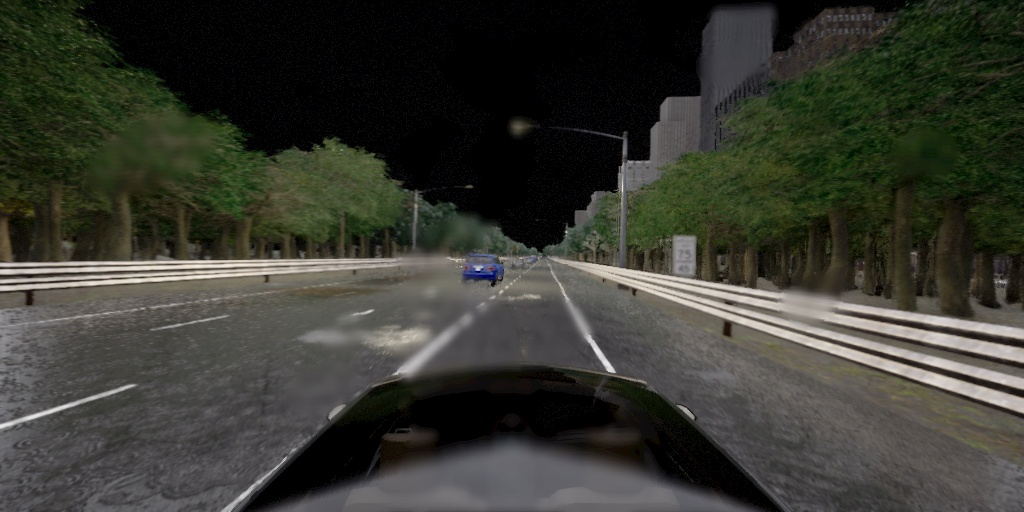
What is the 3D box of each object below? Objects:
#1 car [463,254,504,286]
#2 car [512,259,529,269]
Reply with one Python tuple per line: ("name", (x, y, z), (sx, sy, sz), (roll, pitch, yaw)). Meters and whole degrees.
("car", (-1.875, 0.922, 25.035), (2.150, 2.045, 5.566), (1, 0, 5))
("car", (1.087, 1.269, 58.008), (2.128, 1.511, 4.902), (1, 0, 5))
